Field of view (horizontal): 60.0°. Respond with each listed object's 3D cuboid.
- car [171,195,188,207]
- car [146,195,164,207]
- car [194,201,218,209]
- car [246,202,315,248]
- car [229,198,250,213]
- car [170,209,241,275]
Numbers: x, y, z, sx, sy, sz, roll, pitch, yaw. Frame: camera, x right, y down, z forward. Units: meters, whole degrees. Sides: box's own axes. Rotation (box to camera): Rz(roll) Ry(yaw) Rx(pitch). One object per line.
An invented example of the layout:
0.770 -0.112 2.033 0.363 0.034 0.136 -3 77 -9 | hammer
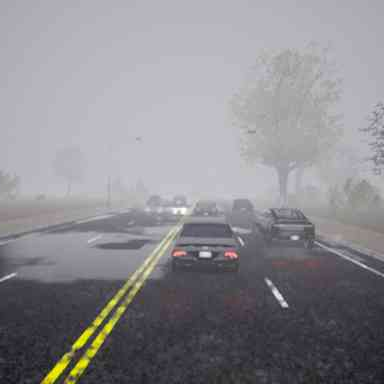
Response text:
-1.583 1.163 43.936 2.128 1.511 4.902 1 0 2 | car
-4.831 1.134 44.042 1.837 1.490 4.892 1 0 2 | car
1.200 1.422 28.417 1.895 1.301 4.718 1 0 3 | car
3.879 1.445 14.573 2.128 1.511 4.902 1 0 3 | car
4.583 1.321 31.347 1.882 1.535 5.008 1 0 3 | car
0.426 1.485 10.246 2.033 1.411 5.357 1 0 3 | car
